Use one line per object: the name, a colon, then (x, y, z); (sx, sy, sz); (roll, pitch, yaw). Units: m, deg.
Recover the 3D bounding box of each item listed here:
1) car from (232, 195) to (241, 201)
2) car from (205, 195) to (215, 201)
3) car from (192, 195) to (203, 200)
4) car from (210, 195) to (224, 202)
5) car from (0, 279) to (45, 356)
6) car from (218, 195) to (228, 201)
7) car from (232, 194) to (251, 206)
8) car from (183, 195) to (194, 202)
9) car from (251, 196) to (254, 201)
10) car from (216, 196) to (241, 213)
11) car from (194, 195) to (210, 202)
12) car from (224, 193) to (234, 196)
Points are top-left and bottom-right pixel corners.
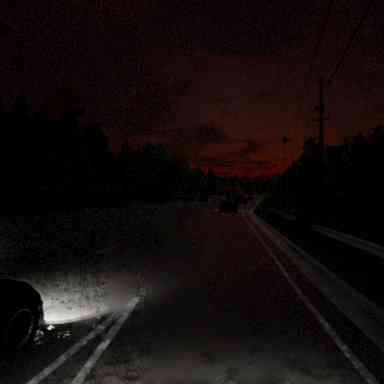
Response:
car: (11.745, 1.492, 87.840); (1.837, 1.490, 4.892); (0, 0, 13)
car: (4.918, 1.508, 89.386); (1.812, 1.442, 4.674); (0, 0, 13)
car: (1.504, 1.480, 90.159); (1.837, 1.490, 4.892); (0, 0, 13)
car: (6.122, 1.653, 78.856); (1.812, 1.442, 4.674); (0, 0, 13)
car: (-3.627, 1.564, 3.656); (1.994, 1.385, 4.181); (0, 0, 13)
car: (8.331, 1.528, 88.613); (2.033, 1.411, 5.357); (0, 0, 13)
car: (8.722, 1.599, 58.183); (2.128, 1.511, 4.902); (0, 0, 13)
car: (-0.712, 1.477, 80.373); (2.097, 1.767, 4.553); (0, 0, 13)
car: (15.249, 1.704, 87.470); (2.033, 1.411, 5.357); (0, 0, 13)
car: (4.300, 1.546, 38.258); (1.882, 1.535, 5.008); (0, 0, 12)
car: (2.616, 1.649, 79.223); (2.128, 1.511, 4.902); (0, 0, 13)
car: (9.450, 1.357, 77.707); (2.150, 2.045, 5.566); (0, 0, 13)
